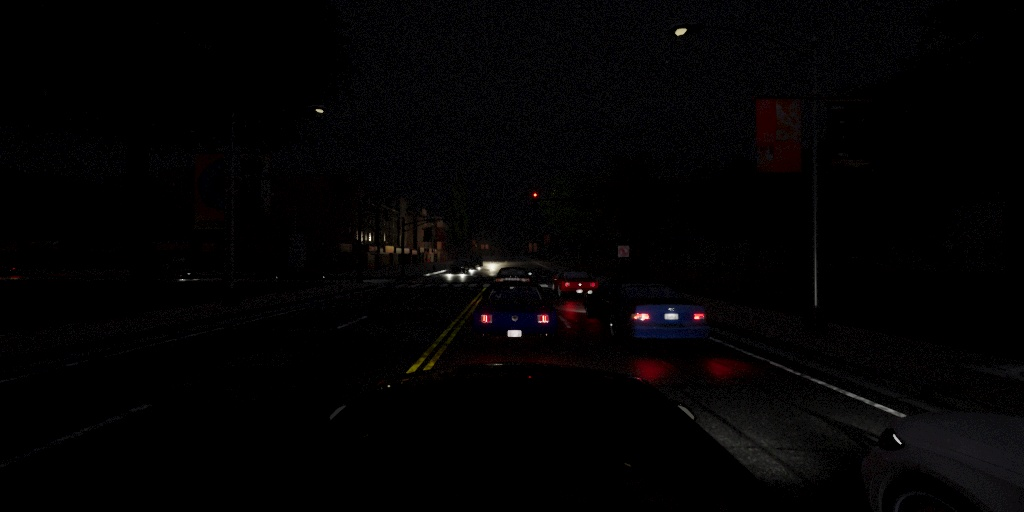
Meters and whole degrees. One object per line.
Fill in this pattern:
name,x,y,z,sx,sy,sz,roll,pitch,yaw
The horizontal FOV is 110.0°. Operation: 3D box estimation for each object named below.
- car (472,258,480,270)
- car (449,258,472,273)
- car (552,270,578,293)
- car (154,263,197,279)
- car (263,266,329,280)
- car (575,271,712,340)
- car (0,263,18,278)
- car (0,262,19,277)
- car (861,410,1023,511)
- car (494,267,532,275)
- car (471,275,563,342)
car,-6.599,1.358,55.136,1.994,1.385,4.181,0,0,1
car,-6.614,1.339,45.090,1.882,1.535,5.008,0,0,1
car,3.299,1.439,19.622,1.895,1.301,4.718,0,0,0
car,-29.273,1.308,30.275,4.181,1.385,1.994,1,0,0
car,-18.094,1.449,30.270,4.718,1.301,1.895,1,0,0
car,3.329,1.321,9.979,2.033,1.411,5.357,0,0,0
car,-45.511,1.112,30.314,5.008,1.535,1.882,0,0,0
car,-49.238,1.240,33.184,4.718,1.301,1.895,0,0,1
car,3.344,1.275,0.503,1.812,1.442,4.674,0,0,0
car,0.047,1.313,19.194,1.882,1.535,5.008,0,0,0
car,0.079,1.374,9.854,1.895,1.301,4.718,0,0,0
